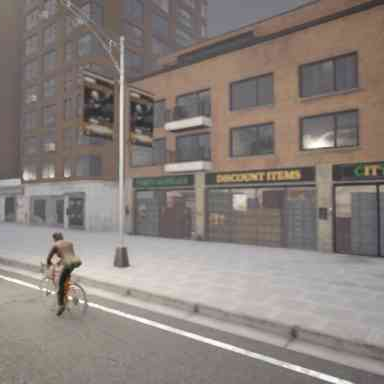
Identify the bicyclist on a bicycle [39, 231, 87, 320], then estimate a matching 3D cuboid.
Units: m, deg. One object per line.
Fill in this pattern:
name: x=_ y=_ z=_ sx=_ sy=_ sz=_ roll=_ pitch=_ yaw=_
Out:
bicyclist on a bicycle: x=-2.586 y=1.621 z=6.599 sx=1.656 sy=1.620 sz=0.582 roll=-1 pitch=-2 yaw=37
